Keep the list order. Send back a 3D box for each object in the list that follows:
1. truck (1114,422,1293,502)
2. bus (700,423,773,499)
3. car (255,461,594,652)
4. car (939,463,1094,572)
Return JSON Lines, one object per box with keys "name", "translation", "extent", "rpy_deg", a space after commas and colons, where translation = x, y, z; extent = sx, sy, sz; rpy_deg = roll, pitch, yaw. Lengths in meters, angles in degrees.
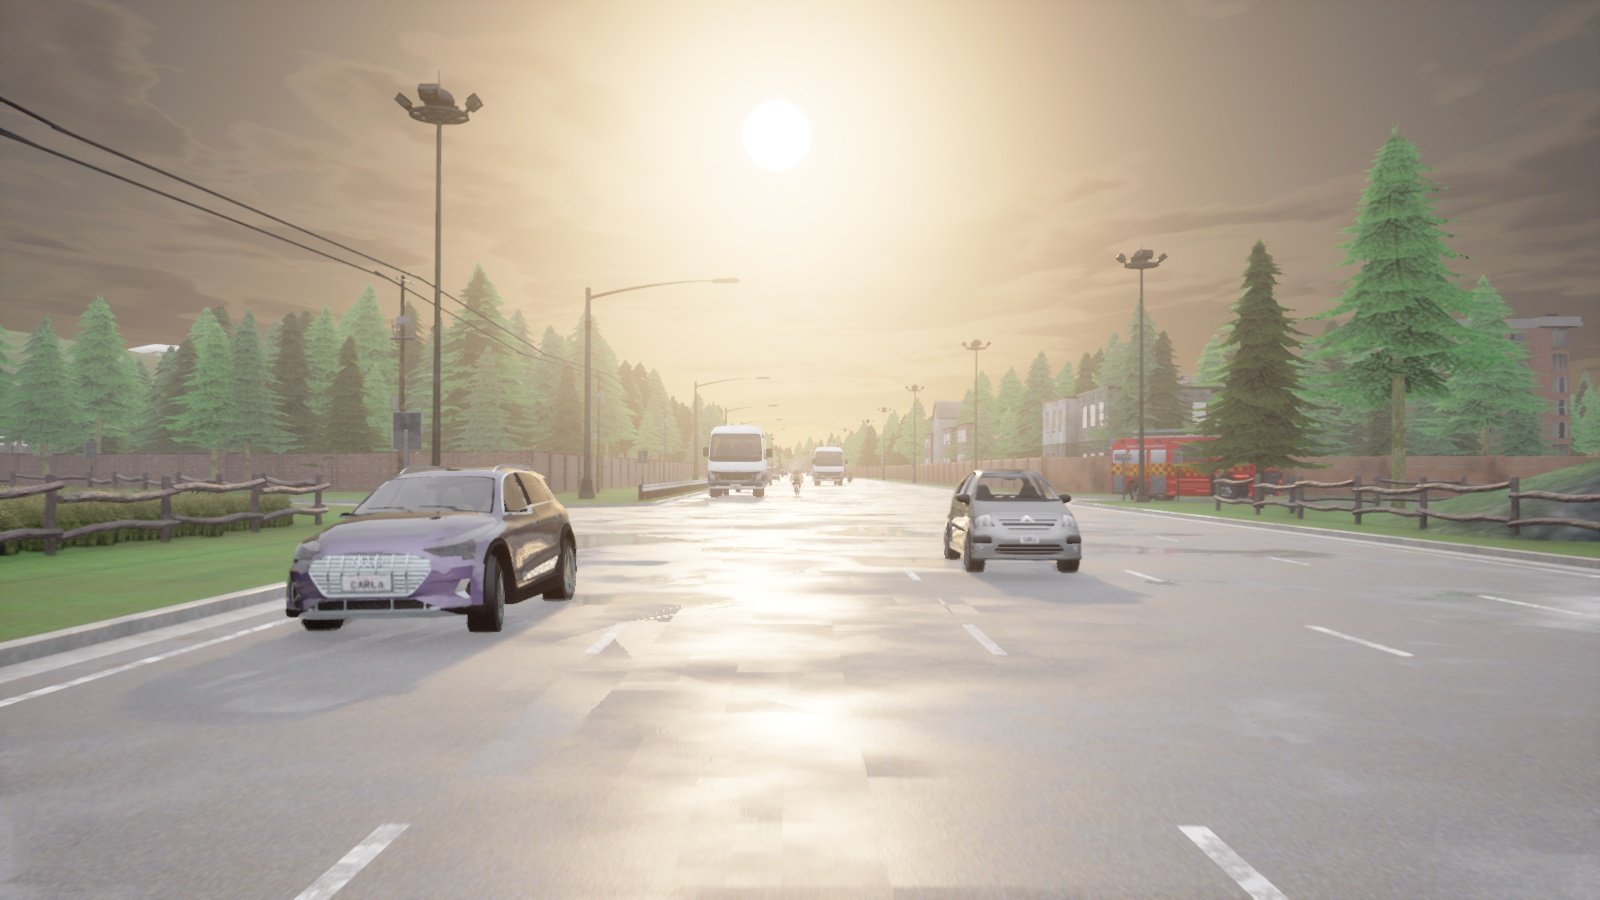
{"name": "truck", "translation": [20.462, 0.643, 64.210], "extent": [2.891, 3.827, 8.468], "rpy_deg": [0, -1, -40]}
{"name": "bus", "translation": [-3.695, 0.729, 76.231], "extent": [3.944, 4.253, 10.273], "rpy_deg": [0, -1, 0]}
{"name": "car", "translation": [-3.744, 0.987, 13.595], "extent": [2.033, 1.649, 4.856], "rpy_deg": [-2, -1, 2]}
{"name": "car", "translation": [3.448, 1.046, 20.697], "extent": [1.851, 1.617, 3.988], "rpy_deg": [0, -1, 0]}
